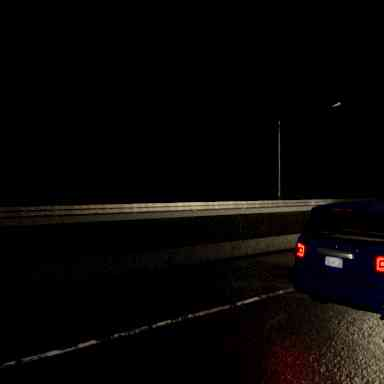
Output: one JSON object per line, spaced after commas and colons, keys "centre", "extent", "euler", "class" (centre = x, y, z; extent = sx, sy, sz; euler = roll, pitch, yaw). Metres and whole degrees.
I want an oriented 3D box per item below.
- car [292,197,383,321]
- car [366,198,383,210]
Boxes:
{"centre": [4.452, 1.218, 6.917], "extent": [5.566, 2.045, 2.150], "euler": [0, 0, -36], "class": "car"}
{"centre": [24.738, 1.486, 43.040], "extent": [4.892, 1.490, 1.837], "euler": [1, 0, -35], "class": "car"}
